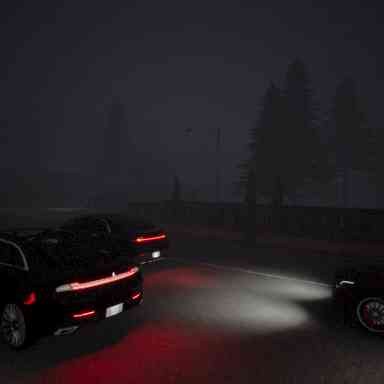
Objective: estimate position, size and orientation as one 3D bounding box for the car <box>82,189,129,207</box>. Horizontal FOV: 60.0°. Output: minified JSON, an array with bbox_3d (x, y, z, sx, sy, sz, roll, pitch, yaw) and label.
[{"bbox_3d":[-9.582,0.690,37.442,2.150,2.045,5.566,1,1,38],"label":"car"}]

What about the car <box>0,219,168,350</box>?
[{"bbox_3d":[-3.059,1.413,6.132,4.902,1.511,2.128,1,1,36],"label":"car"}]

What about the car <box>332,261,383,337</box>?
[{"bbox_3d":[4.624,1.525,4.987,4.674,1.442,1.812,0,0,36],"label":"car"}]

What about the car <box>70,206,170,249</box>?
[{"bbox_3d":[-2.915,1.386,10.340,4.892,1.490,1.837,1,1,36],"label":"car"}]
